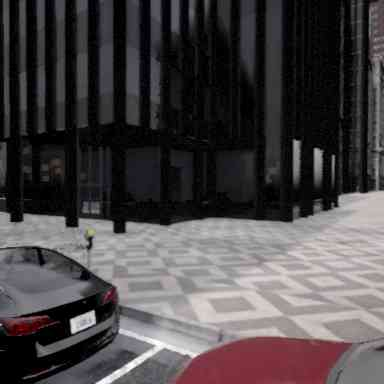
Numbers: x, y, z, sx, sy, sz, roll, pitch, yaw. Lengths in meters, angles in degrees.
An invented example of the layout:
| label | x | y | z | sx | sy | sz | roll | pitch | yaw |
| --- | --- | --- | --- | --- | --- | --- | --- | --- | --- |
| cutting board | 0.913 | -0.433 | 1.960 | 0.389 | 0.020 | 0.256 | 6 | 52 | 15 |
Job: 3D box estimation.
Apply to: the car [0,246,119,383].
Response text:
| label | x | y | z | sx | sy | sz | roll | pitch | yaw |
| --- | --- | --- | --- | --- | --- | --- | --- | --- | --- |
| car | -2.976 | 1.487 | 4.906 | 4.313 | 1.339 | 1.947 | 1 | 1 | 33 |

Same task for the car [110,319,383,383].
| label | x | y | z | sx | sy | sz | roll | pitch | yaw |
| --- | --- | --- | --- | --- | --- | --- | --- | --- | --- |
| car | 1.724 | 1.552 | 1.858 | 4.206 | 1.307 | 1.802 | 1 | 1 | 33 |
